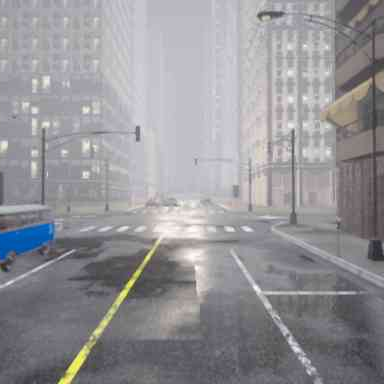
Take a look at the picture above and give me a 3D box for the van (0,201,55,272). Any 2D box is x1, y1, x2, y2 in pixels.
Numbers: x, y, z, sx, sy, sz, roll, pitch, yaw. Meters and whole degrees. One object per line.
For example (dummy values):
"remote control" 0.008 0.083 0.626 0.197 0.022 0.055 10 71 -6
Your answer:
"van" -5.810 1.331 10.499 1.690 1.788 3.998 1 0 0

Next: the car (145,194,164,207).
"car" -5.680 1.392 48.565 1.967 1.590 4.097 1 0 0

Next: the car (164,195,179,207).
"car" -3.005 1.518 49.144 1.812 1.442 4.674 0 1 0

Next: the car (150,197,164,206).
"car" -5.684 1.528 54.140 1.802 1.307 4.206 1 0 0

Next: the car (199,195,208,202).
"car" 2.694 1.490 76.511 1.947 1.339 4.313 1 0 0

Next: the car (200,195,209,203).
"car" 2.696 1.455 71.104 1.752 1.417 4.829 1 0 0

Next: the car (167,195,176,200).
"car" -5.688 1.459 93.166 2.008 1.369 4.403 1 0 0

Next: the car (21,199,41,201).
"car" -16.495 1.465 33.143 4.097 1.590 1.967 0 -1 0

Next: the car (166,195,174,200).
"car" -5.687 1.458 87.591 1.887 1.381 4.507 1 0 0

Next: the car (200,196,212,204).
"car" 2.695 1.522 59.778 1.802 1.307 4.206 1 0 0

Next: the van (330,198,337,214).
"van" 15.979 1.420 33.076 3.998 1.788 1.690 0 -1 0
